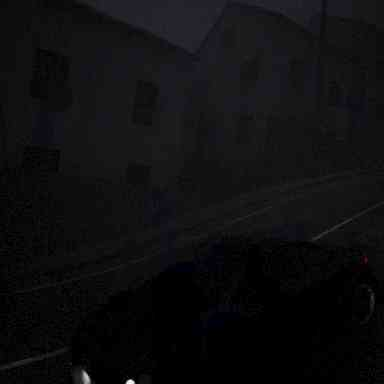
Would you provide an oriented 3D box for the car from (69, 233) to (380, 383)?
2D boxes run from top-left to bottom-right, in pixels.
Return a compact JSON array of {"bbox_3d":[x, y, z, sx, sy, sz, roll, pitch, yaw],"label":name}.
[{"bbox_3d":[0.564,1.353,4.359,4.181,1.385,1.994,-11,6,-34],"label":"car"}]
